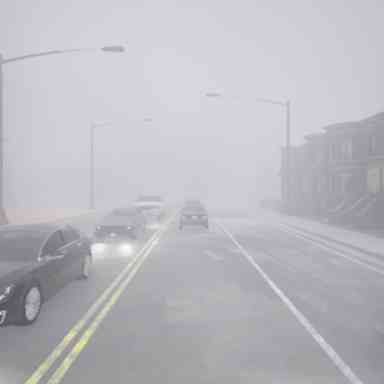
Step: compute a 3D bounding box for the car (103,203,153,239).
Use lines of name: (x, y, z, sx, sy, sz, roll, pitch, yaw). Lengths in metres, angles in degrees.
car: (-3.500, 1.507, 17.415, 2.033, 1.411, 5.357, 0, 0, 0)

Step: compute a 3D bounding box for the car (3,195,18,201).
car: (-45.994, 1.608, 82.158, 3.806, 1.475, 1.970, -1, 0, -1)

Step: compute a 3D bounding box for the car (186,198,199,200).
car: (0.077, 1.390, 38.115, 1.882, 1.535, 5.008, 0, 0, 0)

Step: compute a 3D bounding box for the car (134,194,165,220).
car: (-3.500, 1.157, 27.777, 2.150, 2.045, 5.566, 0, 0, 0)

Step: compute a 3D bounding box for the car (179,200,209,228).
car: (0.100, 1.498, 21.452, 2.033, 1.411, 5.357, 0, 0, 0)

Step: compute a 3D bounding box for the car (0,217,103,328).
car: (-3.567, 1.488, 7.092, 1.837, 1.490, 4.892, 0, 0, 0)
